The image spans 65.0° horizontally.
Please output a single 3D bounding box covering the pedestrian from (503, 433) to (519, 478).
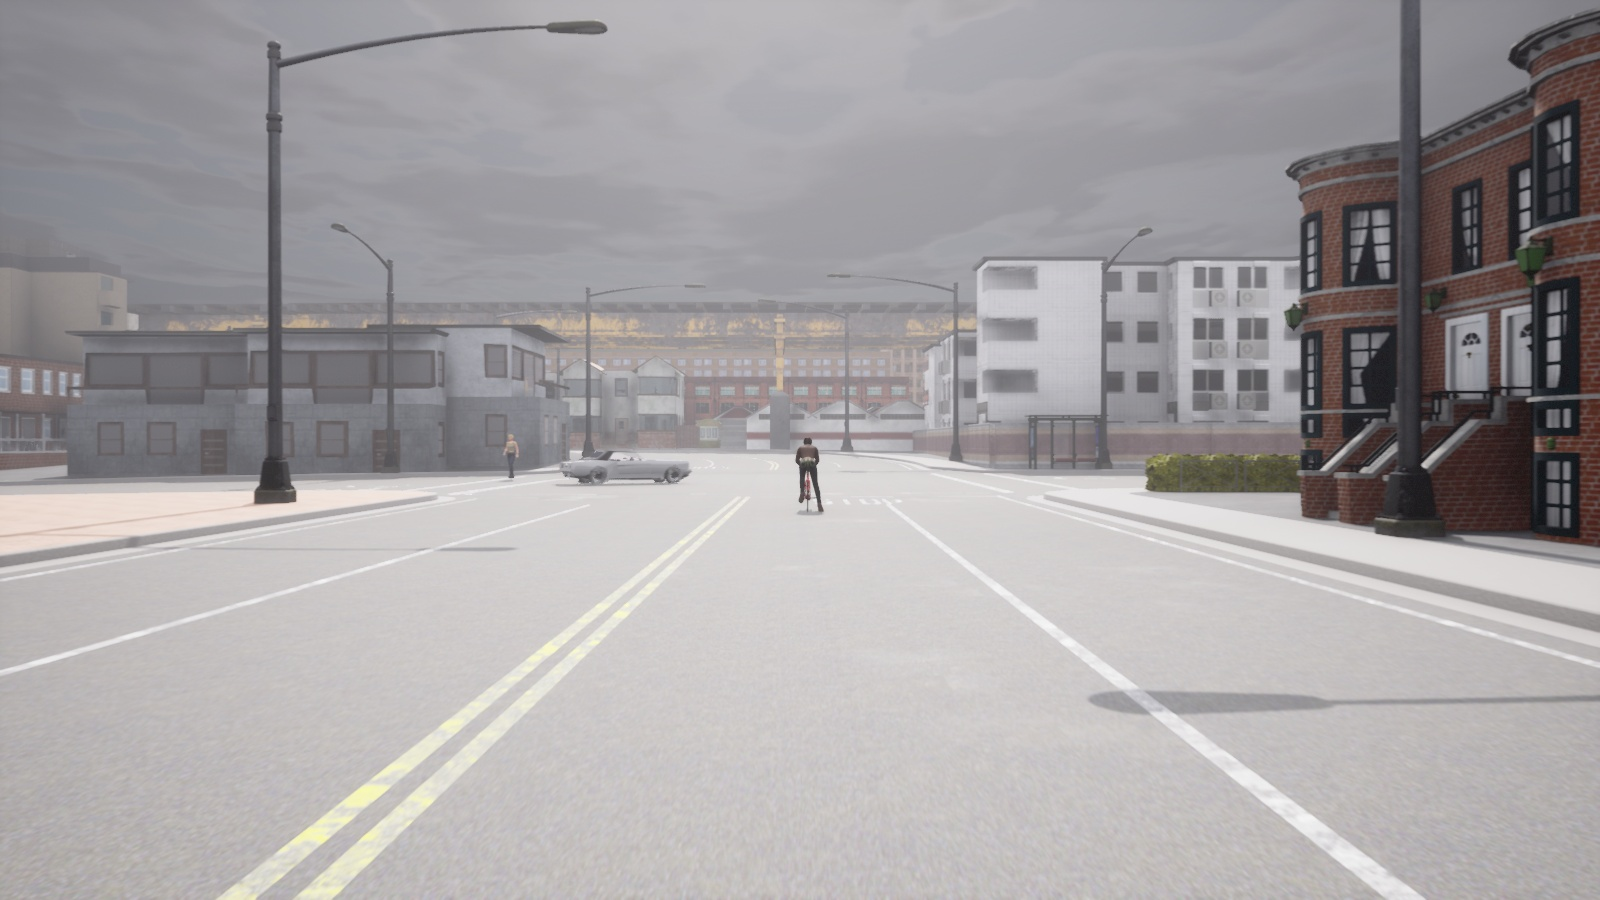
[{"bbox_3d":[-11.845,0.232,51.420,0.345,1.836,0.594,0,0,23],"label":"pedestrian"}]

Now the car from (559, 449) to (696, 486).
[{"bbox_3d":[-6.430,0.618,46.880,4.718,1.301,1.895,0,0,-25],"label":"car"}]

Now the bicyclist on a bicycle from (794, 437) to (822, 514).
[{"bbox_3d":[0.170,0.546,27.270,0.582,1.620,1.656,0,0,0],"label":"bicyclist on a bicycle"}]
